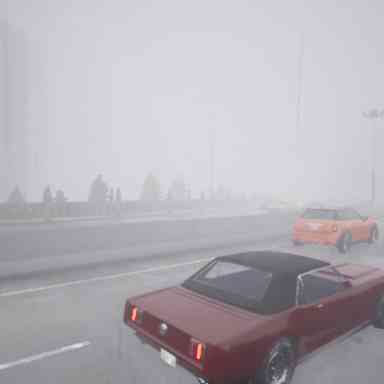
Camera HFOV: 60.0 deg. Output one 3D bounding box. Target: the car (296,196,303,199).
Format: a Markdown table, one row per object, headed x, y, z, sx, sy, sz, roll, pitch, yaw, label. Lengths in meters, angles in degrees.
| x | y | z | sx | sy | sz | roll | pitch | yaw | label |
| --- | --- | --- | --- | --- | --- | --- | --- | --- | --- |
| 25.282 | 1.715 | 78.957 | 1.994 | 1.385 | 4.181 | 0 | 0 | 20 | car |

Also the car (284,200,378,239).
| x | y | z | sx | sy | sz | roll | pitch | yaw | label |
| --- | --- | --- | --- | --- | --- | --- | --- | --- | --- |
| 6.189 | 1.387 | 14.197 | 4.553 | 1.767 | 2.097 | 0 | 0 | -44 | car |

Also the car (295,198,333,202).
| x | y | z | sx | sy | sz | roll | pitch | yaw | label |
| --- | --- | --- | --- | --- | --- | --- | --- | --- | --- |
| 11.604 | 1.606 | 31.418 | 1.812 | 1.442 | 4.674 | 0 | 0 | 35 | car |

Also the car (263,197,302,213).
| x | y | z | sx | sy | sz | roll | pitch | yaw | label |
| --- | --- | --- | --- | --- | --- | --- | --- | --- | --- |
| 9.450 | 1.573 | 34.419 | 1.882 | 1.535 | 5.008 | 0 | 0 | 35 | car |

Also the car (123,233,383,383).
| x | y | z | sx | sy | sz | roll | pitch | yaw | label |
| --- | --- | --- | --- | --- | --- | --- | --- | --- | --- |
| 1.458 | 1.616 | 5.215 | 4.718 | 1.301 | 1.895 | 0 | 0 | -39 | car |

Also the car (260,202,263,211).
| x | y | z | sx | sy | sz | roll | pitch | yaw | label |
| --- | --- | --- | --- | --- | --- | --- | --- | --- | --- |
| 9.932 | 1.623 | 41.520 | 1.837 | 1.490 | 4.892 | 0 | 0 | 30 | car |

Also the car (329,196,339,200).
| x | y | z | sx | sy | sz | roll | pitch | yaw | label |
| --- | --- | --- | --- | --- | --- | --- | --- | --- | --- |
| 28.542 | 1.656 | 67.195 | 1.837 | 1.490 | 4.892 | 0 | 0 | 20 | car |
